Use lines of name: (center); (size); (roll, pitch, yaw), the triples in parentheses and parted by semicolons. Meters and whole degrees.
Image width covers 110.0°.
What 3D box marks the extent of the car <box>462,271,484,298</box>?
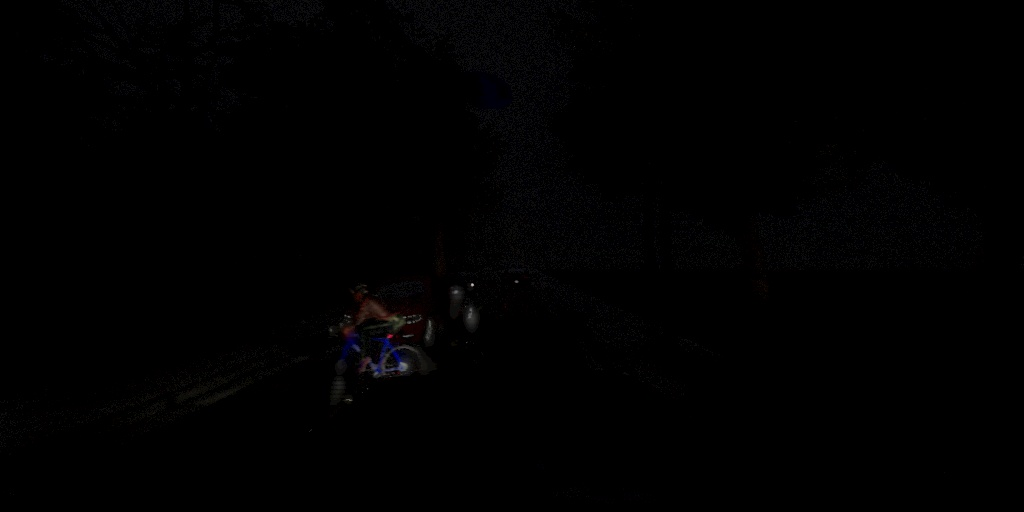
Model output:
car: (-2.680, 1.544, 20.152); (1.895, 1.301, 4.718); (0, -1, 1)

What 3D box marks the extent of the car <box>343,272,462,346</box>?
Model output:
car: (-2.786, 1.311, 9.885); (1.882, 1.535, 5.008); (0, -1, 1)

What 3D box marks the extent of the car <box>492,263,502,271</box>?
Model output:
car: (-2.253, 1.981, 62.148); (1.994, 1.385, 4.181); (0, -1, 1)

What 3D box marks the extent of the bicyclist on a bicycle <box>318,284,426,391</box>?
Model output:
bicyclist on a bicycle: (-2.126, 1.240, 5.402); (1.656, 1.620, 0.582); (-2, -1, 1)

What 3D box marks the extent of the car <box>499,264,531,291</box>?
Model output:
car: (0.303, 1.470, 24.583); (1.882, 1.535, 5.008); (0, -1, 1)
